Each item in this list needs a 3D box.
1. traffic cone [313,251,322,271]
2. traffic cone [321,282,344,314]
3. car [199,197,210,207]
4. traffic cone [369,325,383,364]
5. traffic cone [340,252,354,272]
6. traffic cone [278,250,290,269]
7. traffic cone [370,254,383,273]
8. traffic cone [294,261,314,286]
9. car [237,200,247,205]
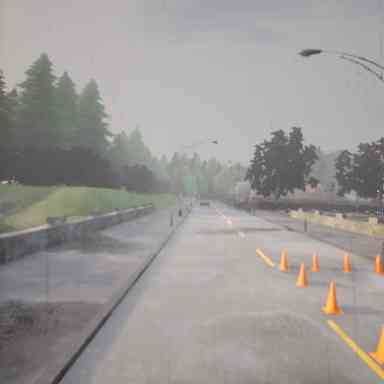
[{"bbox_3d":[3.986,2.206,10.738,0.340,0.580,0.340,2,-1,2],"label":"traffic cone"},{"bbox_3d":[2.858,2.126,6.773,0.340,0.580,0.340,2,-1,2],"label":"traffic cone"},{"bbox_3d":[2.550,2.256,68.255,1.882,1.535,5.008,2,-1,2],"label":"car"},{"bbox_3d":[2.794,2.104,4.774,0.340,0.580,0.340,2,-1,2],"label":"traffic cone"},{"bbox_3d":[4.984,2.241,10.706,0.340,0.580,0.340,2,-1,2],"label":"traffic cone"},{"bbox_3d":[2.987,2.171,10.771,0.340,0.580,0.340,2,-1,2],"label":"traffic cone"},{"bbox_3d":[5.983,2.276,10.673,0.340,0.580,0.340,2,-1,2],"label":"traffic cone"},{"bbox_3d":[2.923,2.148,8.772,0.340,0.580,0.340,2,-1,2],"label":"traffic cone"},{"bbox_3d":[13.494,2.820,87.918,5.357,1.415,2.033,2,-1,-38],"label":"car"}]
